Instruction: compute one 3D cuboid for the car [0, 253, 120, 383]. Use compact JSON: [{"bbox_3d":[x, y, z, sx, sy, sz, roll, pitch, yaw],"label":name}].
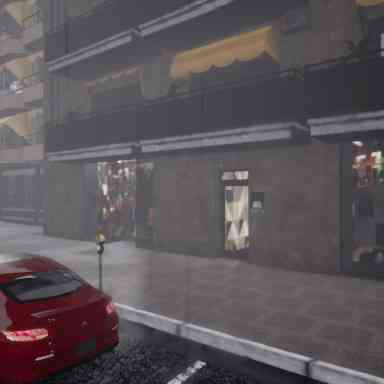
[{"bbox_3d":[-2.867,1.583,4.925,4.206,1.307,1.802,0,0,36],"label":"car"}]
